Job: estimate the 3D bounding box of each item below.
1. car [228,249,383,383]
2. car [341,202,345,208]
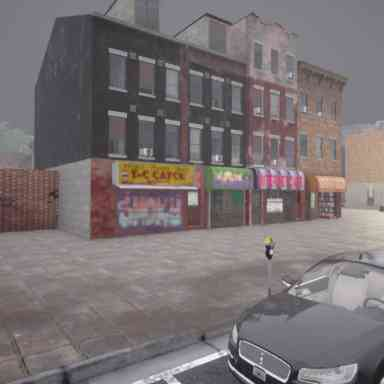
[{"bbox_3d":[2.444,1.553,4.541,4.403,1.369,2.008,0,0,-35],"label":"car"},{"bbox_3d":[16.784,1.474,42.200,1.895,1.301,4.718,0,0,-36],"label":"car"}]
